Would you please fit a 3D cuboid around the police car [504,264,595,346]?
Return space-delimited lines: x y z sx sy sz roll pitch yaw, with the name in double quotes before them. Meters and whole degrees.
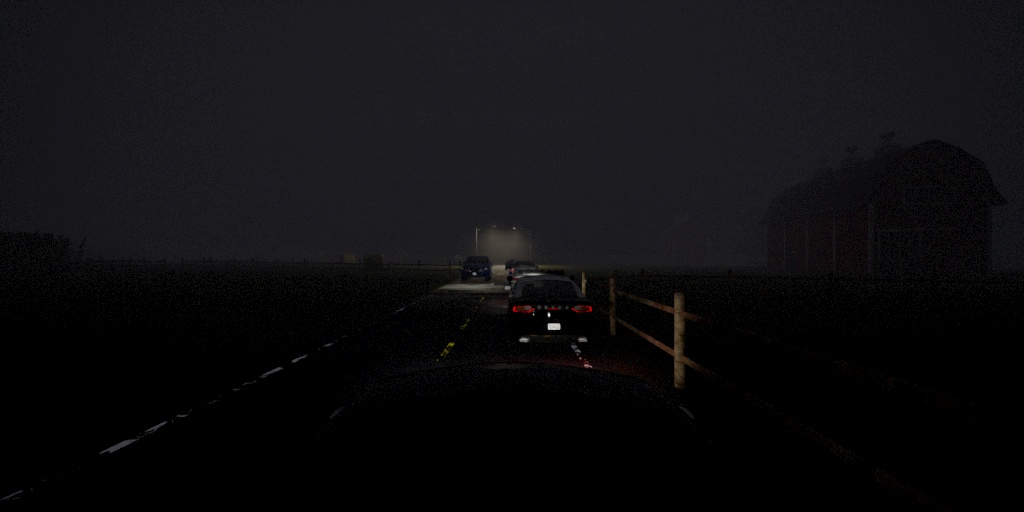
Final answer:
"police car" 0.820 1.174 9.587 1.930 1.638 5.238 0 0 0

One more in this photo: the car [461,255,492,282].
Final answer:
"car" -2.765 0.968 29.175 2.150 2.045 5.566 0 0 0

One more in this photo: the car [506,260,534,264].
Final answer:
"car" 0.811 1.099 25.447 2.097 1.767 4.553 0 0 0
